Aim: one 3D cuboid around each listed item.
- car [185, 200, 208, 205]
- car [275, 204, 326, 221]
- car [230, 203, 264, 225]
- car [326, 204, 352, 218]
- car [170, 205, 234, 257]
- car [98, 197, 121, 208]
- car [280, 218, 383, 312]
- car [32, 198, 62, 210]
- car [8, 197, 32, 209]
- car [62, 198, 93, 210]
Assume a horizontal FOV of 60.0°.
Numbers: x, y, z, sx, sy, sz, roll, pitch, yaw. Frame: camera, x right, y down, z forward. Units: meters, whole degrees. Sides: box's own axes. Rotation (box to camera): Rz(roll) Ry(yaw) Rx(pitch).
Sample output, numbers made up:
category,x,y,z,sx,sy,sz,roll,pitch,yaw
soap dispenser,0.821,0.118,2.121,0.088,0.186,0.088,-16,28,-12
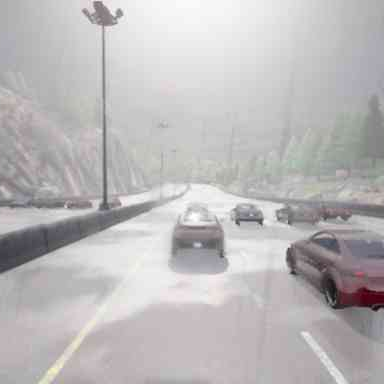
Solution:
category,x,y,z,sx,sy,sz,roll,pitch,yaw
car,0.407,1.461,29.068,1.812,1.442,4.674,0,0,1
car,7.328,1.527,23.698,2.033,1.411,5.357,0,0,1
car,3.828,1.511,23.733,2.033,1.411,5.357,0,0,1
car,10.876,1.590,26.737,1.895,1.301,4.718,0,0,1
car,0.219,1.464,12.920,2.128,1.511,4.902,0,0,1
car,-10.128,1.335,41.314,1.882,1.535,5.008,0,0,1
car,3.638,1.564,7.813,1.994,1.385,4.181,0,0,1
car,-17.140,1.427,40.574,1.895,1.301,4.718,0,0,1
car,-20.628,1.356,41.360,2.033,1.411,5.357,0,0,1
car,-13.641,1.444,40.552,1.895,1.301,4.718,0,0,1
